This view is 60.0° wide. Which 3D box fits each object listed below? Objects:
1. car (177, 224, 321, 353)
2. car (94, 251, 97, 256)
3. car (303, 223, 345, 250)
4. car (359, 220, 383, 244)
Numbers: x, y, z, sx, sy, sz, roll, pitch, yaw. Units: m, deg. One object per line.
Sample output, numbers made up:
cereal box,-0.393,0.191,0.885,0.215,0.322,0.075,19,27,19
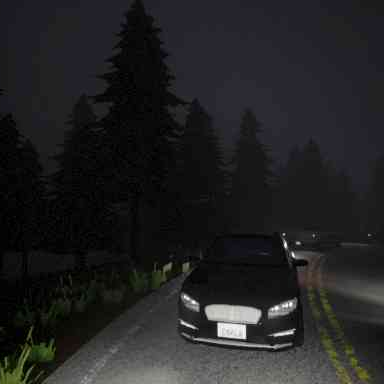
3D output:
car,1.133,1.562,6.603,2.128,1.511,4.902,-1,-2,15
car,-20.266,13.650,72.970,4.181,1.381,1.994,-2,-5,31
car,6.496,2.308,17.691,1.895,1.301,4.718,-3,-6,39
car,15.833,3.224,26.454,5.566,2.045,2.150,8,-8,-28
